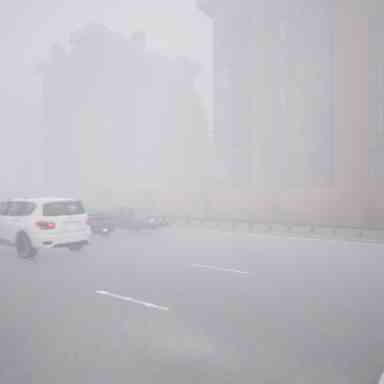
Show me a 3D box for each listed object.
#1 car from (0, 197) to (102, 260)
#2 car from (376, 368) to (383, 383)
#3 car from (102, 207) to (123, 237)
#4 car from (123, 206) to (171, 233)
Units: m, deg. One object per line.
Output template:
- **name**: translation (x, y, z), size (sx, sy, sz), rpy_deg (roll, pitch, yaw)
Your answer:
- **car**: translation (-6.219, 1.222, 12.728), size (5.566, 2.045, 2.150), rpy_deg (0, 0, 36)
- **car**: translation (3.495, 1.600, 1.498), size (4.718, 1.301, 1.895), rpy_deg (0, 0, 35)
- **car**: translation (-5.990, 1.505, 16.864), size (4.892, 1.490, 1.837), rpy_deg (0, 0, 36)
- **car**: translation (-3.747, 1.547, 19.563), size (5.357, 1.411, 2.033), rpy_deg (0, 0, 36)
